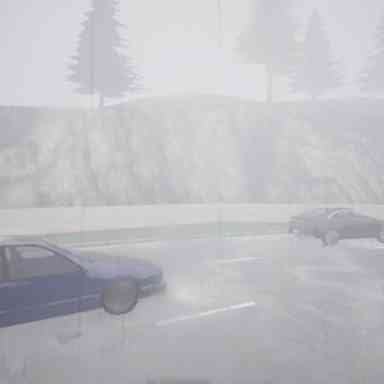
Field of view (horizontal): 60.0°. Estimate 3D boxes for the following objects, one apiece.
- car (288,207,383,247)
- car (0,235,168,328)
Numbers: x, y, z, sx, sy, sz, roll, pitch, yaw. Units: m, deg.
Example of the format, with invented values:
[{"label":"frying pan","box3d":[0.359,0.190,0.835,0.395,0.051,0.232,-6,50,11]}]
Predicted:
[{"label":"car","box3d":[6.537,1.412,14.440,4.902,1.511,2.128,0,0,-20]},{"label":"car","box3d":[-3.115,1.482,5.704,5.357,1.411,2.033,0,0,-33]}]
